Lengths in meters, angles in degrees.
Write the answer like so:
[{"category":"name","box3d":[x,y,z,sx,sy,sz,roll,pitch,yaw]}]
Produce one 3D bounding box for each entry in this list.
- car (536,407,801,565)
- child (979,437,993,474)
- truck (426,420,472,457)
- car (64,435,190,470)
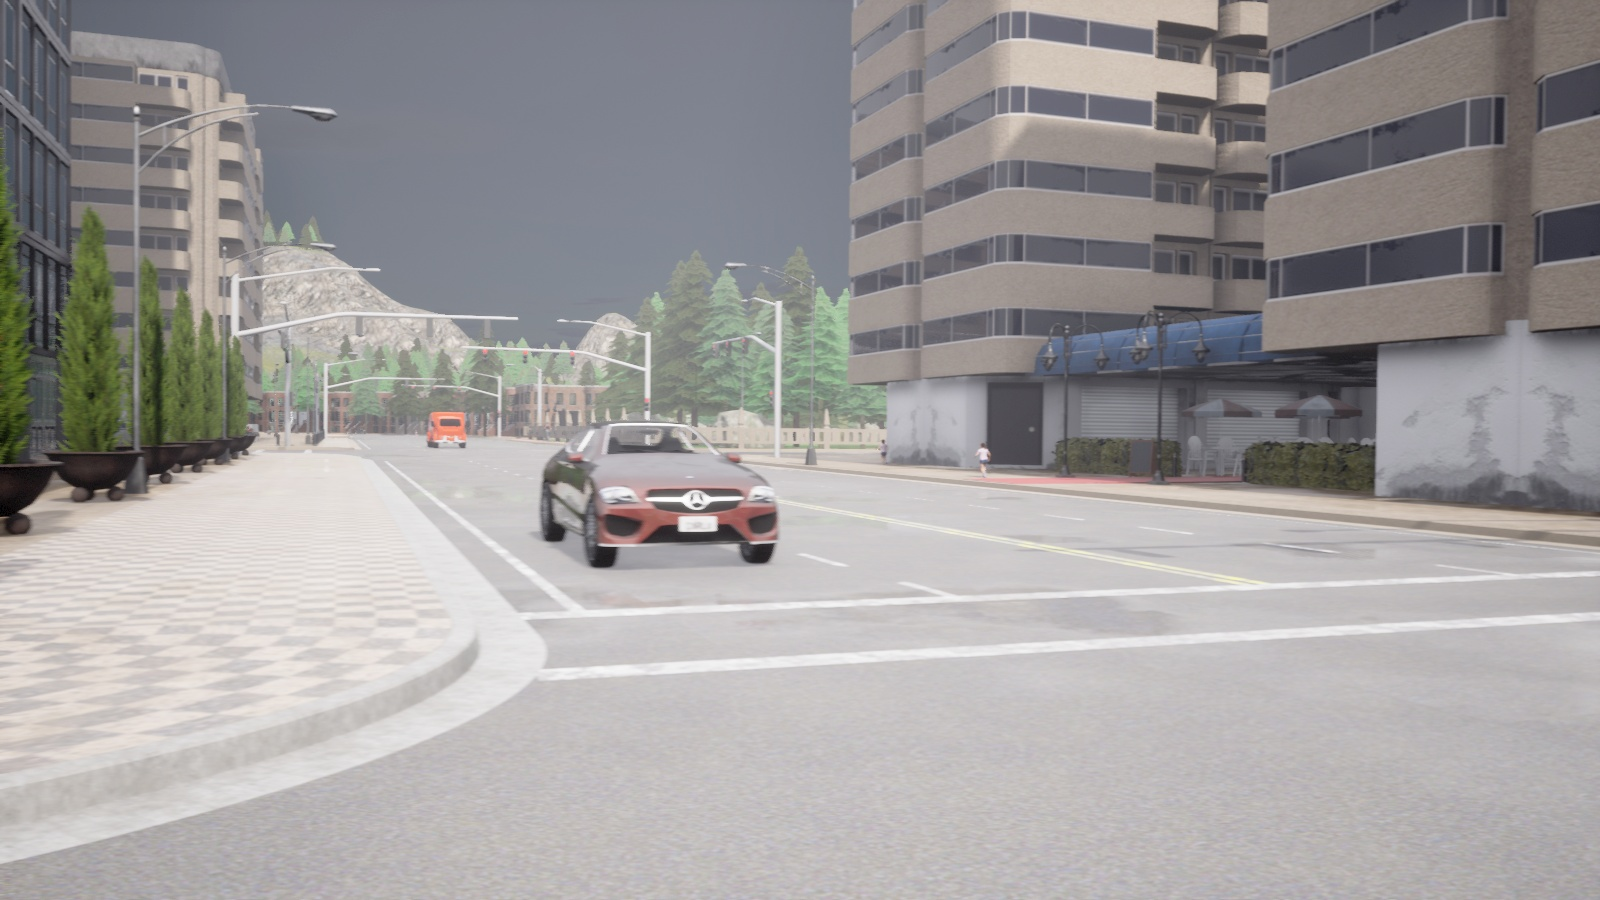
[{"category":"car","box3d":[-1.877,0.338,15.907,2.152,1.651,5.027,-1,1,-20]},{"category":"child","box3d":[5.615,0.154,37.830,0.255,1.110,0.394,-1,1,-20]},{"category":"truck","box3d":[-24.442,-0.845,87.291,2.627,2.467,5.204,-1,1,-20]},{"category":"car","box3d":[-31.277,0.085,58.511,4.902,1.511,2.128,-1,1,-20]}]
